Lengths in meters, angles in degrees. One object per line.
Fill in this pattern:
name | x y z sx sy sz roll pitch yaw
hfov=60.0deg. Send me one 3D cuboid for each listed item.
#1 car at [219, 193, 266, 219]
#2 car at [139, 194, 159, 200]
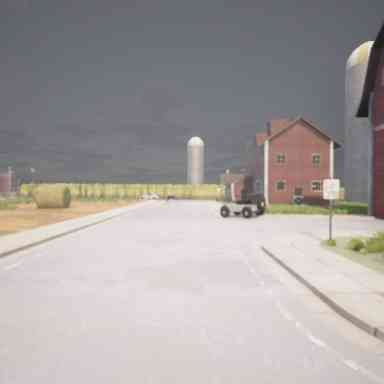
car | 4.117 1.072 27.037 1.905 1.878 3.866 -8 4 -42
car | -10.048 1.132 78.447 4.674 1.442 1.812 0 0 1
